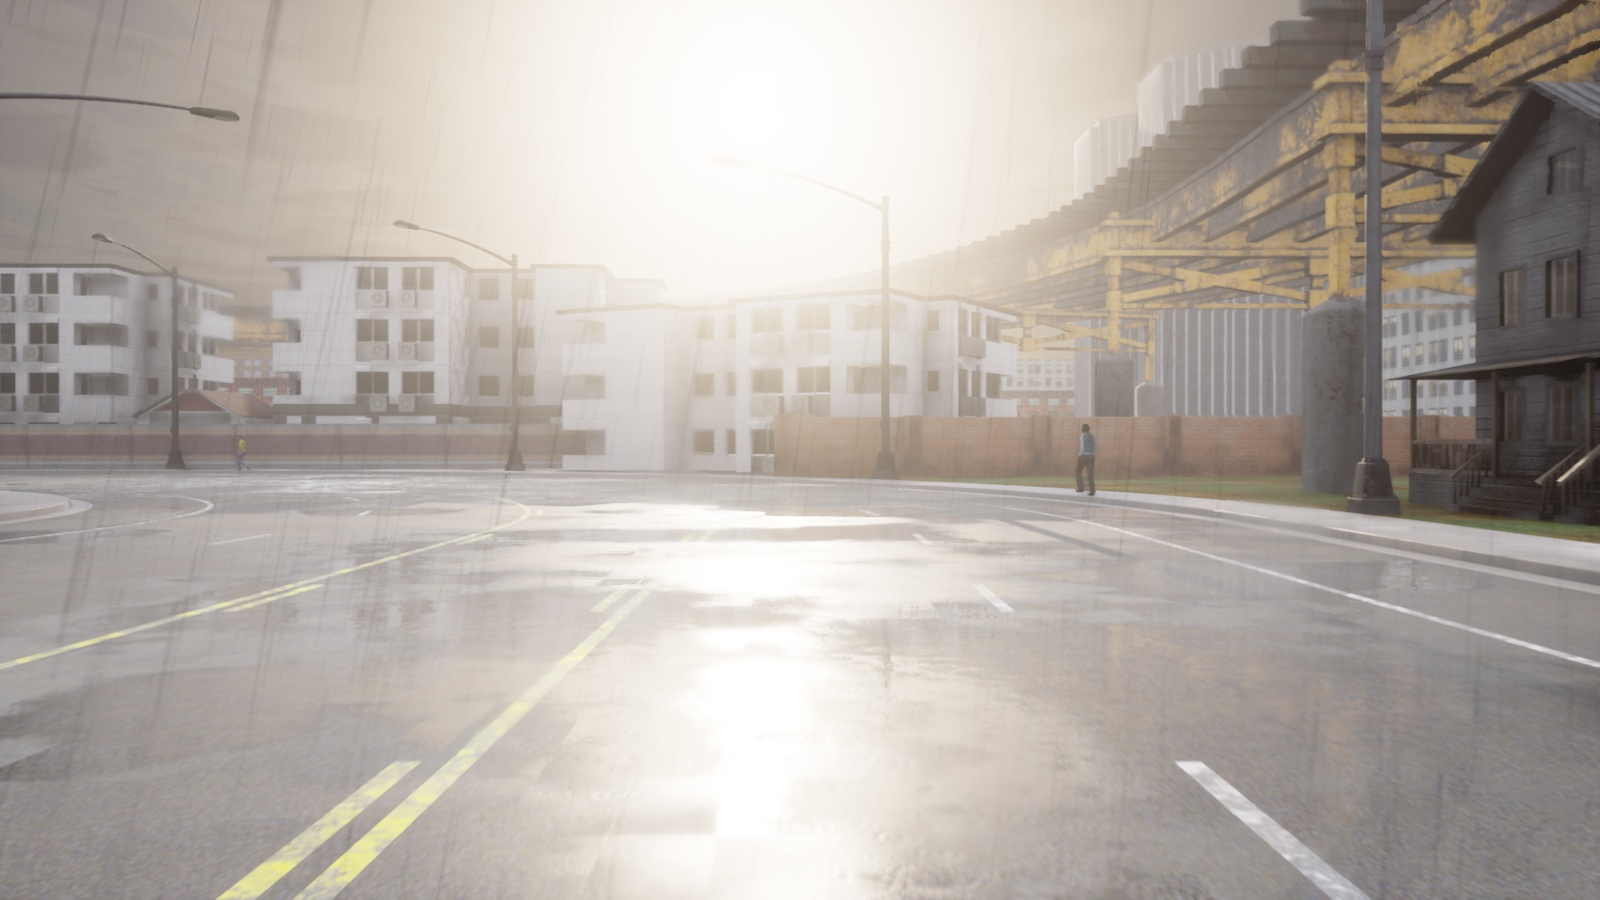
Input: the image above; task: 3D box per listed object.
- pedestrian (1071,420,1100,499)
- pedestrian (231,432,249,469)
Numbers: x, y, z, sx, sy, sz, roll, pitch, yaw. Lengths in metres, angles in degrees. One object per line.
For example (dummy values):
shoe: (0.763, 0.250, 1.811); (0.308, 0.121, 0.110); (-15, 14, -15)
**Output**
pedestrian: (7.100, 0.231, 31.249); (0.396, 1.930, 0.692); (0, 0, -17)
pedestrian: (-27.535, 0.032, 61.734); (0.706, 1.836, 0.354); (0, 0, 8)
